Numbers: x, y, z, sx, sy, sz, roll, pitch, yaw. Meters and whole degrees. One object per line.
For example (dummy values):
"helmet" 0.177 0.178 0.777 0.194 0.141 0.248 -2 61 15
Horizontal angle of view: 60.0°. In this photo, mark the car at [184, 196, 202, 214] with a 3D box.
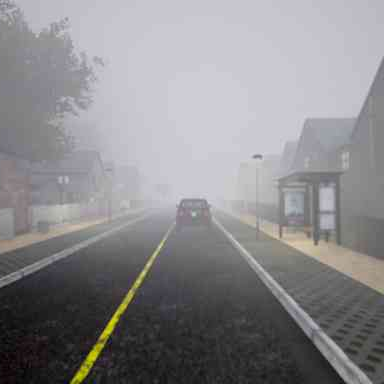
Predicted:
"car" 0.094 1.587 41.793 2.150 2.045 5.566 0 -1 0

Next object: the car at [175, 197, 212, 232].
"car" 0.099 1.386 21.493 2.150 2.045 5.566 0 0 0
